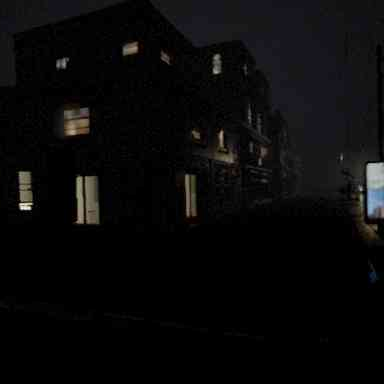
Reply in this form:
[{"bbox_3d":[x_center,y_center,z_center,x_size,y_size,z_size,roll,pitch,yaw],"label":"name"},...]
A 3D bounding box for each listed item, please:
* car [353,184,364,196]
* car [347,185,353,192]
[{"bbox_3d":[27.100,-0.383,52.178,2.192,1.841,5.009,-1,1,23],"label":"car"},{"bbox_3d":[35.643,-0.857,72.541,1.967,1.590,4.097,-1,1,23],"label":"car"}]
